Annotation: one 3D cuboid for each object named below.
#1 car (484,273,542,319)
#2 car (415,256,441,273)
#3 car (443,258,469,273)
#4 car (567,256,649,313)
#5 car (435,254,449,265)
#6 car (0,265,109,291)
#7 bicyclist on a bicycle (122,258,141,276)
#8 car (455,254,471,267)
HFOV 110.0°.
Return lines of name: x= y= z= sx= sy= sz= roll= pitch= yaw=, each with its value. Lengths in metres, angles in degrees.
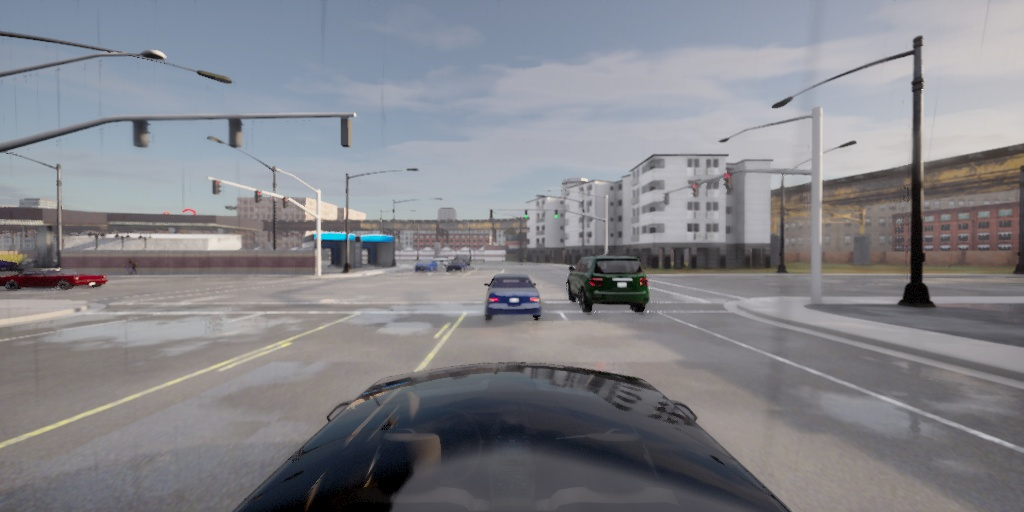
car: x=-0.046 y=1.334 z=13.061 sx=2.033 sy=1.411 sz=5.357 roll=0 pitch=0 yaw=-2
car: x=-10.058 y=1.107 z=42.326 sx=1.882 sy=1.535 sz=5.008 roll=0 pitch=1 yaw=-1
car: x=-6.552 y=1.227 z=42.417 sx=1.895 sy=1.301 sz=4.718 roll=0 pitch=0 yaw=-1
car: x=3.599 y=1.000 z=14.336 sx=2.150 sy=2.045 sz=5.566 roll=0 pitch=0 yaw=0
car: x=-11.395 y=0.742 z=57.246 sx=2.150 sy=2.045 sz=5.566 roll=0 pitch=0 yaw=-15
car: x=-27.836 y=1.393 z=21.848 sx=4.718 sy=1.301 sz=1.895 roll=0 pitch=0 yaw=-1
bicyclist on a bicycle: x=-34.702 y=1.019 z=32.681 sx=0.582 sy=1.620 sz=1.656 roll=0 pitch=1 yaw=-1
car: x=-8.159 y=0.727 z=58.756 sx=2.150 sy=2.045 sz=5.566 roll=0 pitch=0 yaw=-15
